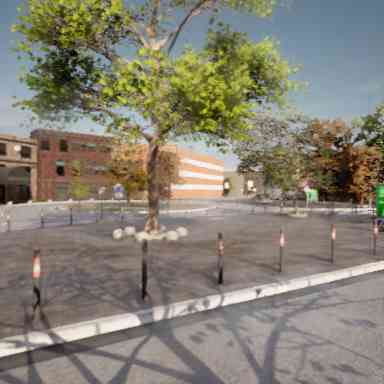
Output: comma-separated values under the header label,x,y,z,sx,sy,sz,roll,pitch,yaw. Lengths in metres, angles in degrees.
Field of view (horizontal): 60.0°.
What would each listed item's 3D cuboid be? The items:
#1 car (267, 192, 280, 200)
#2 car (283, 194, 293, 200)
label,x,y,z,sx,sy,sz,roll,pitch,yaw
car,19.627,1.226,79.456,1.882,1.535,5.008,1,0,3
car,24.537,1.399,85.389,1.895,1.301,4.718,1,0,19
